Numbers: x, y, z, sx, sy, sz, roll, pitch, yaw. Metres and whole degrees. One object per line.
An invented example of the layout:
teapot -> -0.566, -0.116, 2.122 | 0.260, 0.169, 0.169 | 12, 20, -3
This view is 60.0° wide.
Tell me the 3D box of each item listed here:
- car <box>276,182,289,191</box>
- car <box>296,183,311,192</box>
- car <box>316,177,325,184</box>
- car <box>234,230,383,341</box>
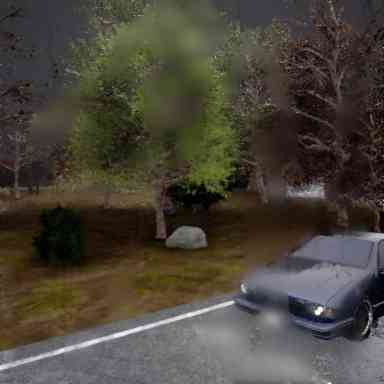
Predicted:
car -> 16.705, -1.016, 61.141 | 1.837, 1.490, 4.892 | -4, 3, 20
car -> 19.001, -0.959, 56.750 | 1.837, 1.490, 4.892 | -5, 3, 9
car -> 29.462, -2.684, 70.719 | 4.553, 1.767, 2.097 | -5, 3, -24
car -> 3.283, 1.514, 6.663 | 5.357, 1.411, 2.033 | 0, 0, -39
